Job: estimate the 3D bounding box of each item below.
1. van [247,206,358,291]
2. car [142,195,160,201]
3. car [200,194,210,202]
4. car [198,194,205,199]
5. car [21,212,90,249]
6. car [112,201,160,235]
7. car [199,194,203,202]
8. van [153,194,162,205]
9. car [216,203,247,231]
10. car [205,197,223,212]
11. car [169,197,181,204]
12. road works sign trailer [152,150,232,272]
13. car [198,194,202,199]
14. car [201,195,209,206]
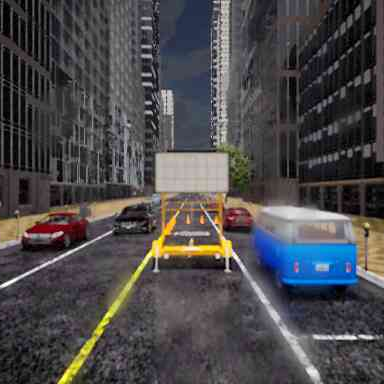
[{"bbox_3d":[2.690,1.328,8.714,1.690,1.788,3.998,0,0,0],"label":"van"},{"bbox_3d":[-5.690,1.485,42.872,2.008,1.369,4.403,0,0,0],"label":"car"},{"bbox_3d":[2.692,1.296,71.330,1.967,1.590,4.097,0,0,0],"label":"car"},{"bbox_3d":[2.693,1.324,94.100,1.887,1.381,4.507,0,0,0],"label":"car"},{"bbox_3d":[-5.691,1.560,14.409,1.802,1.307,4.206,0,0,0],"label":"car"},{"bbox_3d":[-3.100,1.477,18.649,1.837,1.490,4.892,0,0,0],"label":"car"},{"bbox_3d":[2.692,1.458,54.253,2.008,1.369,4.403,0,0,0],"label":"car"},{"bbox_3d":[-5.689,1.248,54.257,1.690,1.788,3.998,0,0,0],"label":"van"},{"bbox_3d":[2.690,1.552,20.098,1.802,1.307,4.206,0,0,0],"label":"car"},{"bbox_3d":[2.691,1.526,37.176,1.802,1.307,4.206,0,0,0],"label":"car"},{"bbox_3d":[-3.056,1.492,59.929,1.895,1.301,4.718,0,0,1],"label":"car"},{"bbox_3d":[0.000,0.448,10.731,2.380,3.560,2.880,0,0,0],"label":"road works sign trailer"},{"bbox_3d":[2.692,1.313,65.638,1.967,1.590,4.097,0,0,0],"label":"car"},{"bbox_3d":[2.692,1.472,48.561,2.008,1.369,4.403,0,0,0],"label":"car"}]
